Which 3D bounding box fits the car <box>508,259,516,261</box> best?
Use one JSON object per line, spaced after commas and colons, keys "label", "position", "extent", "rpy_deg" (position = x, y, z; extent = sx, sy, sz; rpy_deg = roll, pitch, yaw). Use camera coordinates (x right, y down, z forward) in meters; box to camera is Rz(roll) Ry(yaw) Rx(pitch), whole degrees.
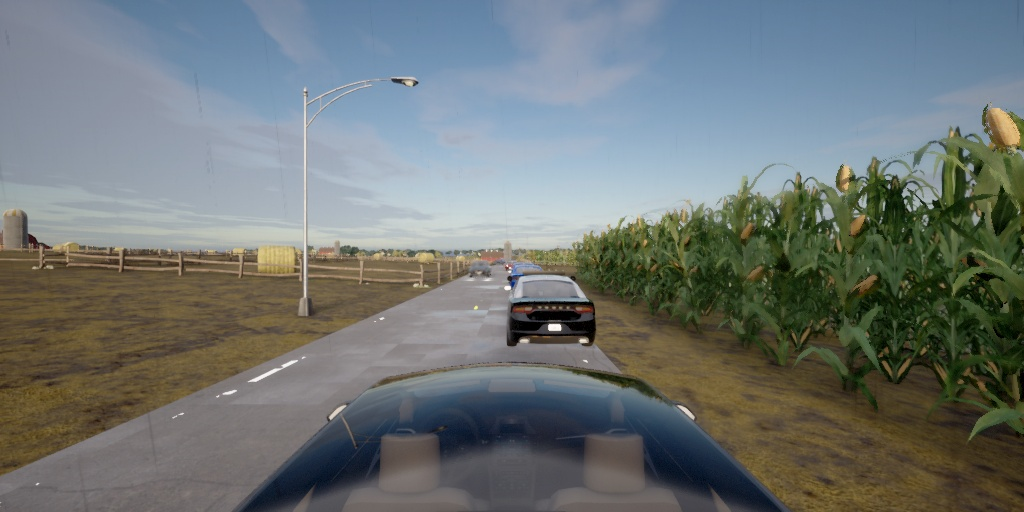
{"label": "car", "position": [0.817, 1.201, 25.386], "extent": [1.882, 1.535, 5.008], "rpy_deg": [0, 0, 0]}

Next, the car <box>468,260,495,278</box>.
{"label": "car", "position": [-2.856, 1.216, 32.921], "extent": [1.837, 1.490, 4.892], "rpy_deg": [0, 0, 0]}

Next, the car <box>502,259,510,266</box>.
{"label": "car", "position": [0.026, 1.295, 47.739], "extent": [1.895, 1.301, 4.718], "rpy_deg": [0, 0, 0]}

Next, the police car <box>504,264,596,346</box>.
{"label": "police car", "position": [0.823, 1.171, 9.496], "extent": [1.930, 1.638, 5.238], "rpy_deg": [0, 0, 0]}

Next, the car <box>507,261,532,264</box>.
{"label": "car", "position": [0.822, 1.213, 19.387], "extent": [1.882, 1.535, 5.008], "rpy_deg": [0, 0, 0]}
